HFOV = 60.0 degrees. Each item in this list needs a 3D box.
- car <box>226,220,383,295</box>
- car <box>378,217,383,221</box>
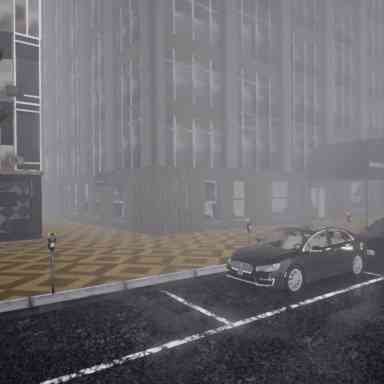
[{"bbox_3d":[2.838,1.549,8.620,4.403,1.369,2.008,0,-1,-36],"label":"car"},{"bbox_3d":[7.456,1.563,11.934,4.313,1.339,1.947,0,-1,-36],"label":"car"}]
